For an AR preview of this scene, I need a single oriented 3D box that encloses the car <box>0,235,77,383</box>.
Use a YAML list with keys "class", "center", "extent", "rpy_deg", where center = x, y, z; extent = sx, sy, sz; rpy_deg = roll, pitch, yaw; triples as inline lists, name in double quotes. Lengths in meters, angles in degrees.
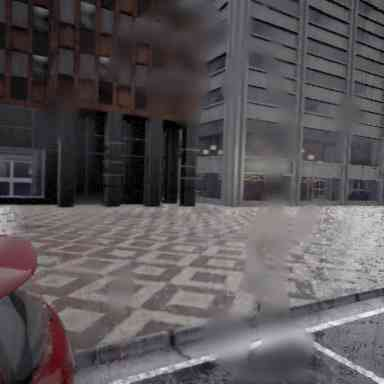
- class: "car"
  center: [-2.879, 1.151, 0.941]
  extent: [5.009, 1.841, 2.192]
  rpy_deg: [1, 2, -30]
